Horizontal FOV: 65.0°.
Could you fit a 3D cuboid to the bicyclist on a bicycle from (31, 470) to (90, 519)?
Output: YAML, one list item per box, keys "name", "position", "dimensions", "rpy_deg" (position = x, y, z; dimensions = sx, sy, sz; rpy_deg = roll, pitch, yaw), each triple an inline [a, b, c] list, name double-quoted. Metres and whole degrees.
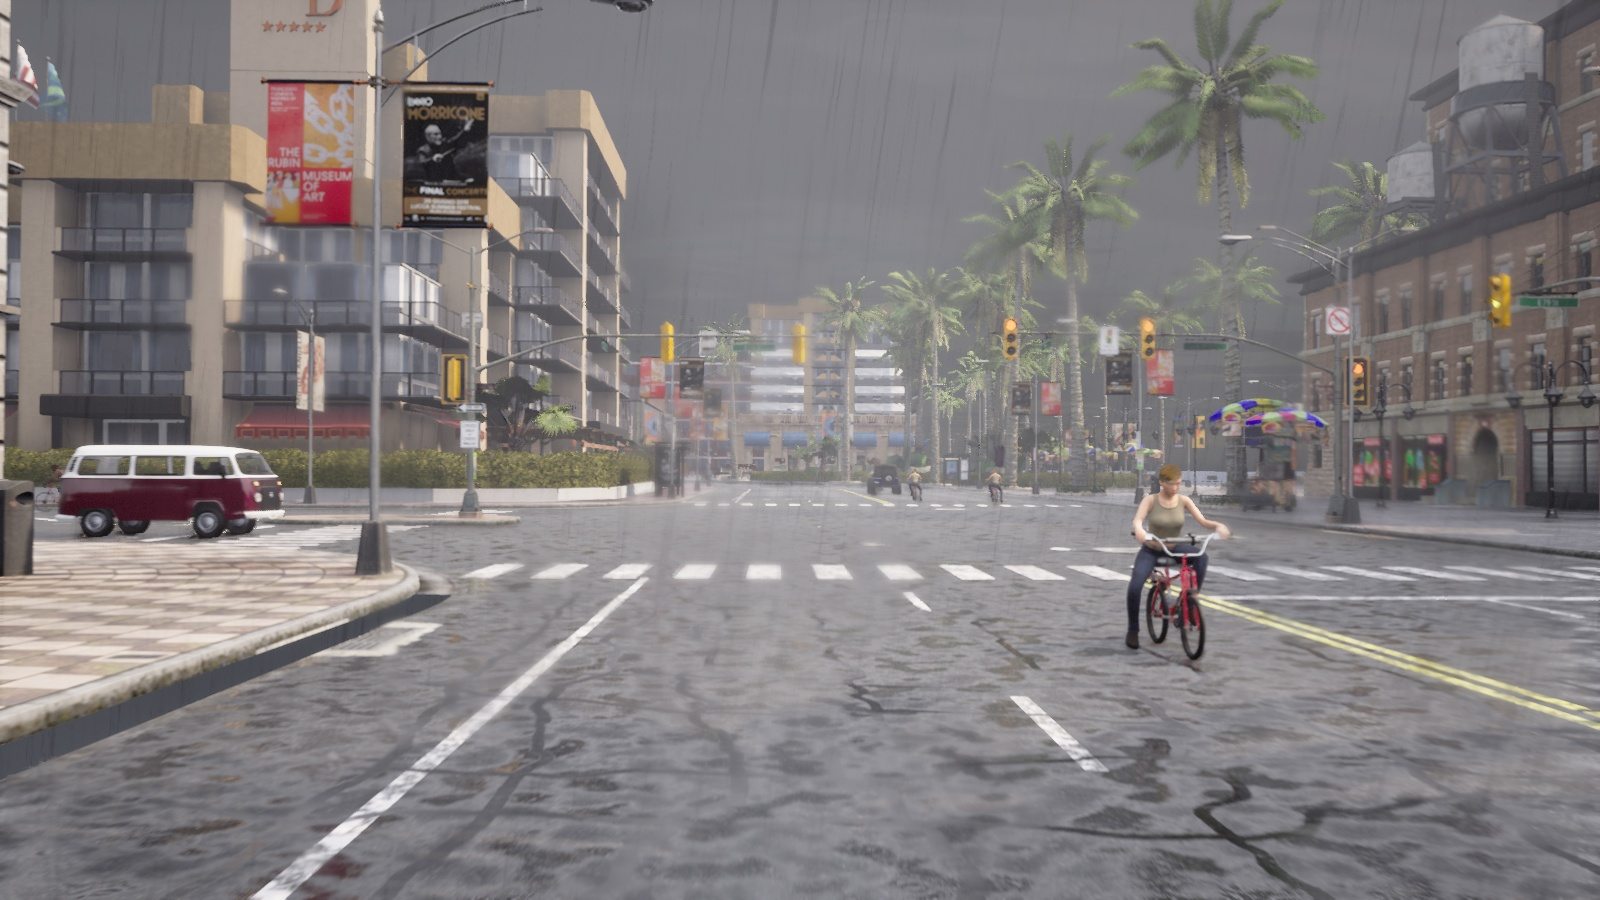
- name: "bicyclist on a bicycle"
  position: [-25.190, 1.508, 42.795]
  dimensions: [1.656, 1.620, 0.582]
  rpy_deg: [0, -1, -2]

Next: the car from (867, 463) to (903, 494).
- name: "car"
  position: [5.371, 1.795, 80.030]
  dimensions: [1.905, 1.878, 3.866]
  rpy_deg: [0, -1, -2]

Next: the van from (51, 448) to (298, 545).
- name: "van"
  position: [-13.883, 1.016, 28.047]
  dimensions: [4.480, 2.038, 2.069]
  rpy_deg: [-1, -1, 1]

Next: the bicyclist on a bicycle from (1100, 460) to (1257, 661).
- name: "bicyclist on a bicycle"
  position: [3.221, 0.899, 10.851]
  dimensions: [0.866, 1.612, 1.509]
  rpy_deg: [0, -1, -1]
